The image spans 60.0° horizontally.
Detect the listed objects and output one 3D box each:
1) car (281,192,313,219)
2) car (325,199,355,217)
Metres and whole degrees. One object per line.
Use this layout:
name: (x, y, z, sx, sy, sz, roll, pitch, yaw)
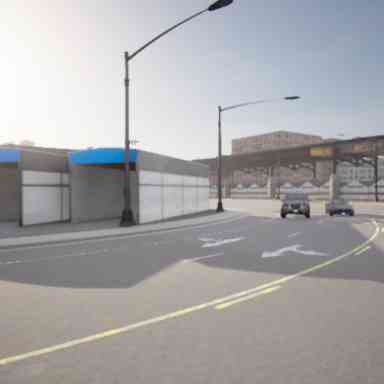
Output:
car: (8.630, 1.058, 27.388, 2.150, 2.045, 5.566, 0, 0, 19)
car: (12.924, 1.344, 29.327, 2.033, 1.411, 5.357, 0, 0, 16)
